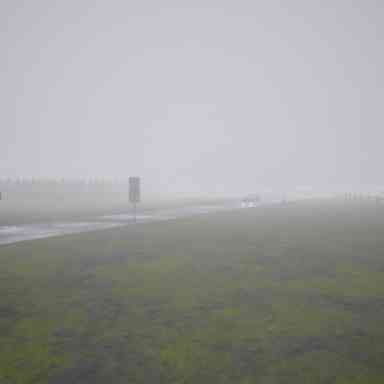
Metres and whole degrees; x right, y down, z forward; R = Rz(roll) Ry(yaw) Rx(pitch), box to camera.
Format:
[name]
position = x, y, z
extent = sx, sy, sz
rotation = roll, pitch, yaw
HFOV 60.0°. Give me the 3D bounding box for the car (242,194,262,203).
[car]
position = 9.868, 0.957, 54.189
extent = 2.033, 1.411, 5.357
rotation = 0, 1, 30
